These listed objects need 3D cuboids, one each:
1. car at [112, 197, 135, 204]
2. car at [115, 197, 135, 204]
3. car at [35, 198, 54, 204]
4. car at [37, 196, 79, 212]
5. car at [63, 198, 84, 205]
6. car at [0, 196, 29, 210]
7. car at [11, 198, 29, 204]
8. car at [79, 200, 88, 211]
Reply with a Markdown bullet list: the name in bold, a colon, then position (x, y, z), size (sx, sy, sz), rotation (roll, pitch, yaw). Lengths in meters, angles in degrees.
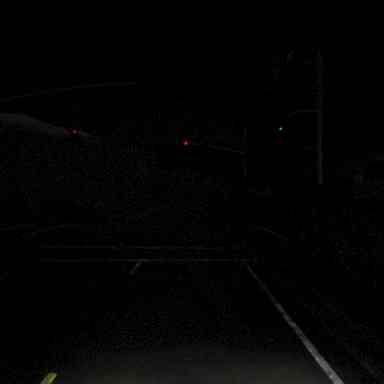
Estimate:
- **car**: position (-16.445, 2.073, 79.290), size (5.027, 1.636, 2.152), rotation (0, -1, -1)
- **car**: position (-16.516, 2.111, 82.427), size (4.514, 1.523, 2.007), rotation (0, -1, -1)
- **car**: position (-35.111, 2.128, 79.325), size (3.806, 1.475, 1.970), rotation (0, -1, -1)
- **car**: position (-16.779, 1.469, 41.710), size (3.866, 1.878, 1.905), rotation (0, -1, -1)
- **car**: position (-24.048, 1.952, 67.399), size (3.633, 1.501, 1.845), rotation (0, -1, -1)
- **car**: position (-24.666, 1.520, 44.949), size (4.605, 1.855, 1.932), rotation (0, -1, -1)
- **car**: position (-42.550, 2.145, 82.260), size (3.633, 1.501, 1.845), rotation (0, -1, -1)
- **car**: position (-16.188, 1.784, 45.035), size (3.806, 1.475, 1.970), rotation (0, -1, -1)
